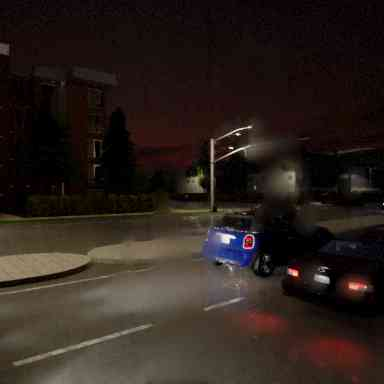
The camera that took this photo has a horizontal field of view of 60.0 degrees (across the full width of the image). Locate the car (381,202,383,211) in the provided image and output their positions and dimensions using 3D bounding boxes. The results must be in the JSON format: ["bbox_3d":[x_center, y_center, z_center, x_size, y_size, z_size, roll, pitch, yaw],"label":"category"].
[{"bbox_3d":[24.464,1.352,39.700,4.553,1.767,2.097,0,0,-40],"label":"car"}]

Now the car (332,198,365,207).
[{"bbox_3d":[22.959,1.600,48.988,4.718,1.301,1.895,0,0,-22],"label":"car"}]

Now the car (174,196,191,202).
[{"bbox_3d":[-2.204,1.520,74.160,2.128,1.511,4.902,0,0,-38],"label":"car"}]

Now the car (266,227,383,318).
[{"bbox_3d":[4.211,1.547,7.288,5.357,1.411,2.033,0,0,-38],"label":"car"}]

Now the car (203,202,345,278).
[{"bbox_3d":[2.589,1.352,10.469,4.553,1.767,2.097,0,0,-38],"label":"car"}]

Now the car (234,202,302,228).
[{"bbox_3d":[5.412,1.492,23.354,4.902,1.511,2.128,0,0,-40],"label":"car"}]
